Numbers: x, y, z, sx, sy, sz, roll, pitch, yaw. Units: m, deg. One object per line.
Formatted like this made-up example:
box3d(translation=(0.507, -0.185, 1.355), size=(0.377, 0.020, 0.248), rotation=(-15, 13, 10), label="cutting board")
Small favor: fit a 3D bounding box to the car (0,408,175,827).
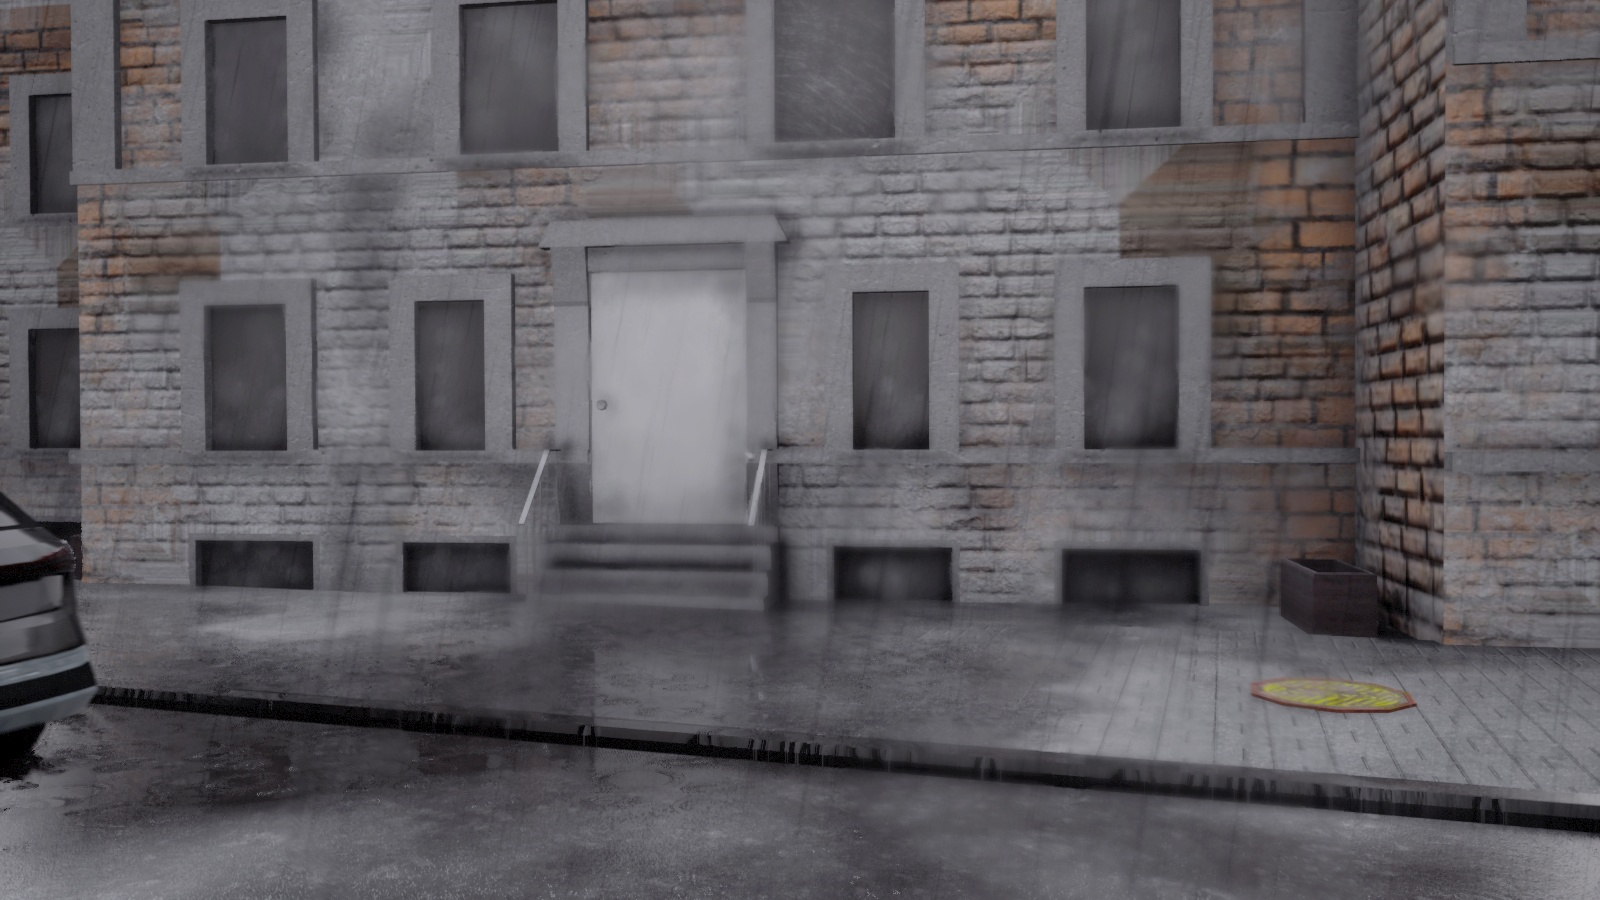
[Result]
box3d(translation=(-5.494, 0.649, 5.569), size=(4.856, 1.649, 2.033), rotation=(0, 1, 19), label="car")
